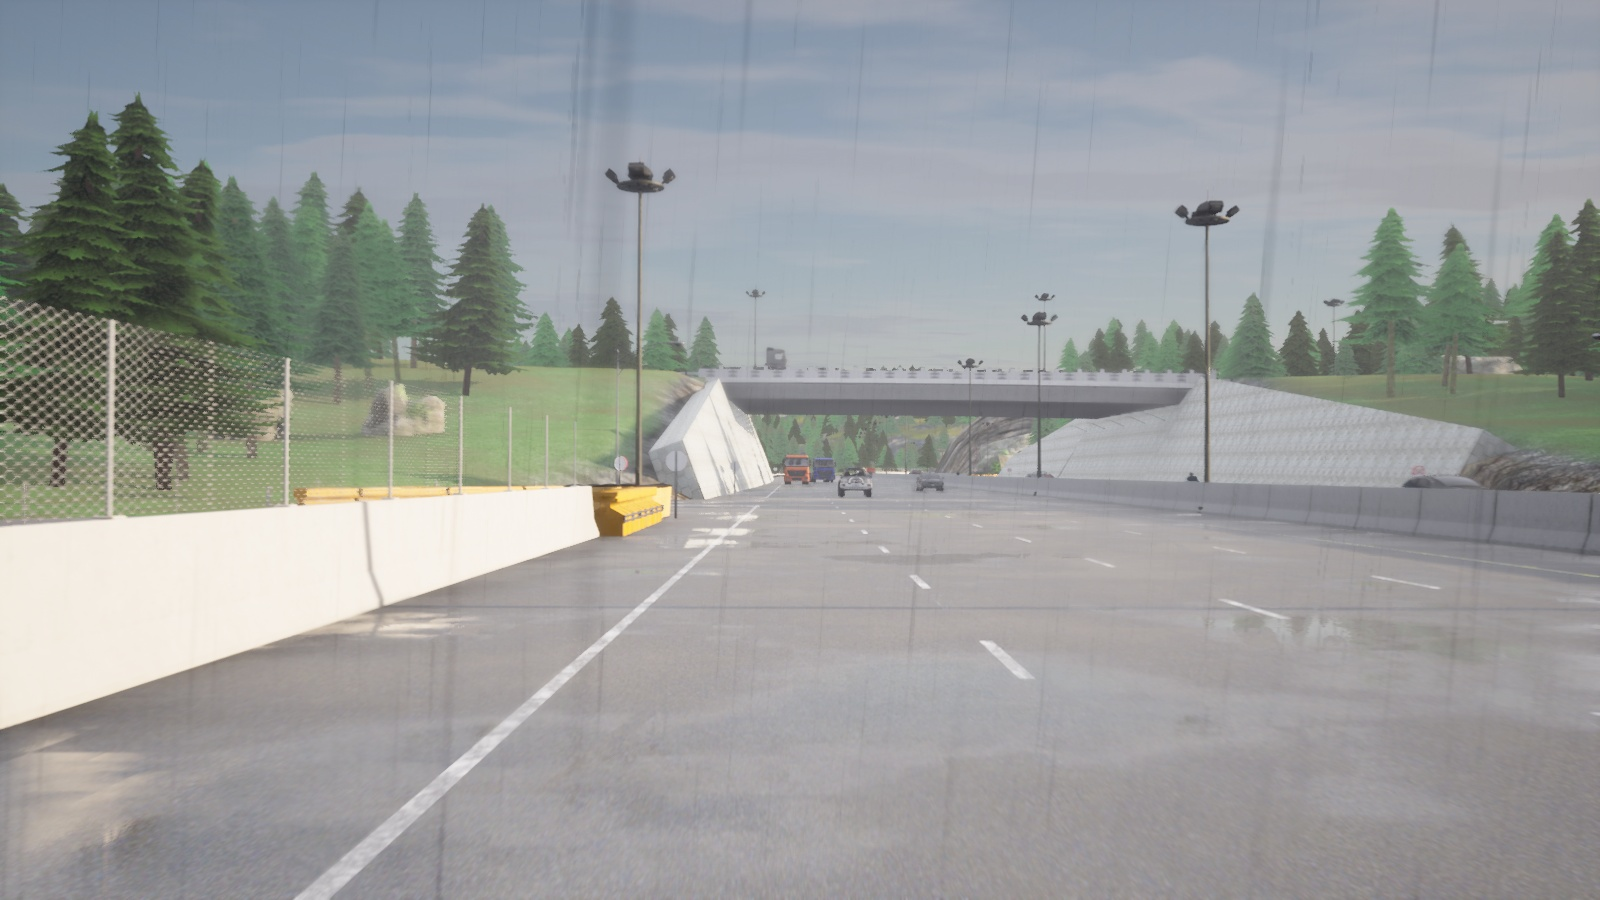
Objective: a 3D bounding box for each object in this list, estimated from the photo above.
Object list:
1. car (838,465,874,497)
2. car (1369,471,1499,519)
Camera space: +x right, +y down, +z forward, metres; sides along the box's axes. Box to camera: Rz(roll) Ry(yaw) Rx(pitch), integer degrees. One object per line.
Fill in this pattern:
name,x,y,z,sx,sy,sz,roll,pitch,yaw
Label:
car,3.317,1.885,75.552,1.932,1.855,4.605,0,-1,0
car,20.899,1.433,41.646,1.837,1.490,4.892,0,-1,0
